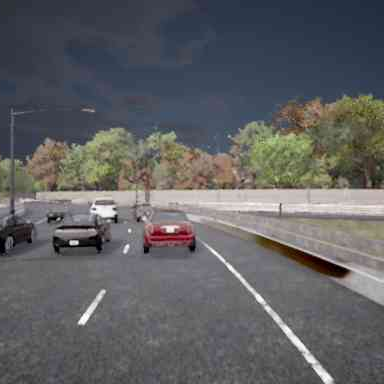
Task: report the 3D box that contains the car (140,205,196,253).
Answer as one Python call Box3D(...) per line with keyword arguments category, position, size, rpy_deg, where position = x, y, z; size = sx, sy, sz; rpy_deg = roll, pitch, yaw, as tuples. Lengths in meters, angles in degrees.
Box3D(category="car", position=(-1.138, 1.506, 14.782), size=(2.097, 1.767, 4.553), rpy_deg=(0, -1, -8))

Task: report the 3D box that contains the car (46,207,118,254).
Box3D(category="car", position=(-4.620, 1.648, 14.433), size=(2.128, 1.511, 4.902), rpy_deg=(0, 0, -8))

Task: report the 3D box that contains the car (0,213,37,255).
Box3D(category="car", position=(-8.092, 1.647, 13.998), size=(2.128, 1.511, 4.902), rpy_deg=(0, 0, -8))

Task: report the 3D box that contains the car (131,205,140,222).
Box3D(category="car", position=(-4.266, 1.860, 29.772), size=(2.033, 1.411, 5.357), rpy_deg=(0, -1, -16))

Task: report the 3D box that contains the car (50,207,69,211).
Box3D(category="car", position=(-11.241, 1.909, 28.644), size=(1.895, 1.301, 4.718), rpy_deg=(0, -1, -17))

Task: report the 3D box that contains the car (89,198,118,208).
Box3D(category="car", position=(-7.660, 1.532, 28.911), size=(2.150, 2.045, 5.566), rpy_deg=(0, 0, -16))
